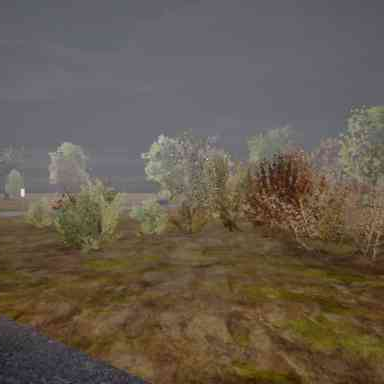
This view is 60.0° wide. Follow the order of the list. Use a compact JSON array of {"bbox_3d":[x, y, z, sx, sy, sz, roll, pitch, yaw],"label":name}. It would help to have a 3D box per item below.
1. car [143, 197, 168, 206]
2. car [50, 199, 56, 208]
[{"bbox_3d":[-6.060,1.519,54.228,2.128,1.511,4.902,0,0,39],"label":"car"},{"bbox_3d":[-15.392,1.241,42.364,2.150,2.045,5.566,0,0,37],"label":"car"}]
